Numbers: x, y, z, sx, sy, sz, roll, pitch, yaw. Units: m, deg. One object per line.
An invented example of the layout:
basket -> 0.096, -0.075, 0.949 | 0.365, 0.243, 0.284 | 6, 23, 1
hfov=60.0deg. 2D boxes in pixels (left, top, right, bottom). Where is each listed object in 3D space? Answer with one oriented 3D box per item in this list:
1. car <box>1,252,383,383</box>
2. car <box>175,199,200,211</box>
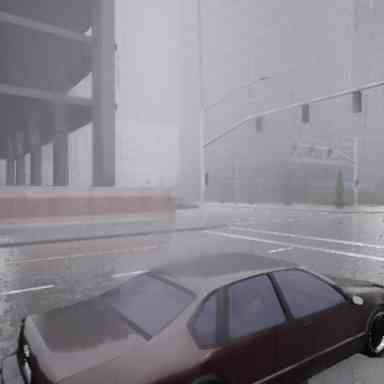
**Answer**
car -> 0.672, 1.541, 4.271 | 5.357, 1.411, 2.033 | 0, 0, -35
car -> -1.132, 1.499, 40.088 | 2.033, 1.411, 5.357 | 0, 0, -36
